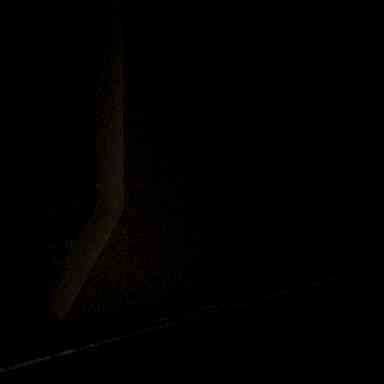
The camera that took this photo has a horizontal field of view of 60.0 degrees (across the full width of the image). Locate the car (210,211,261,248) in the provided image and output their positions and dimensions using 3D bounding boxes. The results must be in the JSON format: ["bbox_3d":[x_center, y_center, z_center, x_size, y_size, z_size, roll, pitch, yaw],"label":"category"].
[{"bbox_3d":[0.788,1.545,13.196,4.181,1.385,1.994,0,0,-36],"label":"car"}]

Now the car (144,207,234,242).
[{"bbox_3d":[-0.107,1.541,16.866,4.181,1.385,1.994,0,0,-36],"label":"car"}]
